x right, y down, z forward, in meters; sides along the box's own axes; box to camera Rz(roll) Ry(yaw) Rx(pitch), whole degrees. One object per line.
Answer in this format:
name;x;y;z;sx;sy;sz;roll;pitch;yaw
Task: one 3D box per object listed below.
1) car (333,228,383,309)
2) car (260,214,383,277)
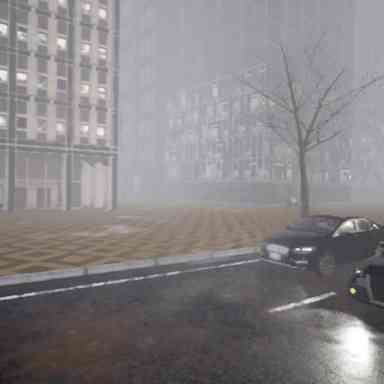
car;5.062;1.581;6.820;4.181;1.385;1.994;1;1;-35
car;4.190;1.453;10.179;4.902;1.511;2.128;1;1;-35
